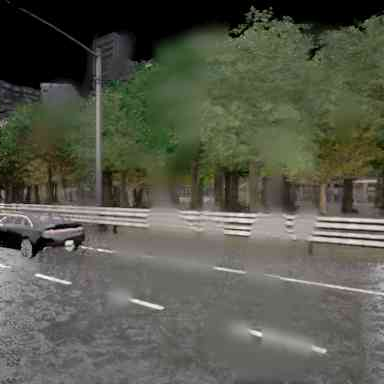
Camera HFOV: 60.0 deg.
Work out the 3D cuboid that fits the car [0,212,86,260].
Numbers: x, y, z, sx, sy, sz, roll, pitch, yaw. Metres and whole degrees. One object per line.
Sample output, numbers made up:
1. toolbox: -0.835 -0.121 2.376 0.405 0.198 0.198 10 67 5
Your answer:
1. car: -6.063 1.492 12.489 4.902 1.511 2.128 0 0 35
